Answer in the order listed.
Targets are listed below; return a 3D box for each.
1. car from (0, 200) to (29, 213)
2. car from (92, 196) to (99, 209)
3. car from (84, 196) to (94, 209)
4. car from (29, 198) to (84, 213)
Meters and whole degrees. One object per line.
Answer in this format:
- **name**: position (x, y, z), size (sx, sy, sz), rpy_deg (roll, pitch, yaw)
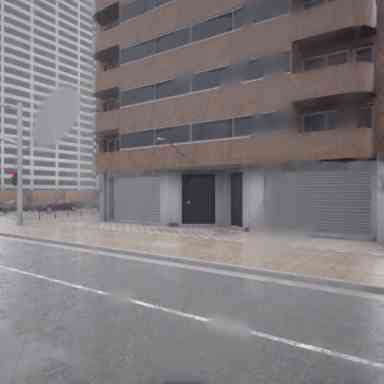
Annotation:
- **car**: position (-19.532, 1.547, 37.405), size (2.033, 1.411, 5.357), rpy_deg (0, 0, 35)
- **car**: position (-9.187, 1.525, 39.711), size (1.812, 1.442, 4.674), rpy_deg (0, 0, 35)
- **car**: position (-13.839, 1.564, 45.606), size (1.994, 1.385, 4.181), rpy_deg (0, 0, 35)
- **car**: position (-15.161, 1.477, 37.566), size (1.882, 1.535, 5.008), rpy_deg (0, 0, 35)
